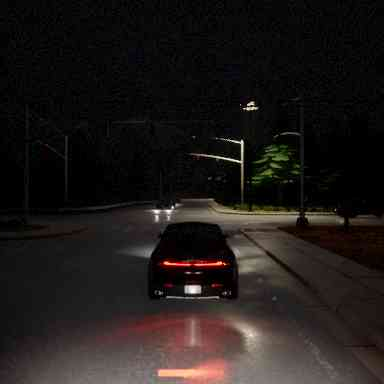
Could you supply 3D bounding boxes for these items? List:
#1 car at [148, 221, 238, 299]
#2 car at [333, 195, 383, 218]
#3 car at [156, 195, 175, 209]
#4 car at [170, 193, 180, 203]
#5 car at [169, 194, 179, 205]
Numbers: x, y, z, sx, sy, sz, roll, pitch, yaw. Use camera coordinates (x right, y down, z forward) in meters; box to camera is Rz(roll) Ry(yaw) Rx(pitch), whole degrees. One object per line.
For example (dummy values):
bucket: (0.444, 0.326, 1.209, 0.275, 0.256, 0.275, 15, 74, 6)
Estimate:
car: (0.031, 1.501, 8.416, 1.837, 1.490, 4.892, 0, 0, 0)
car: (15.542, 1.248, 29.565, 5.566, 2.045, 2.150, 0, 0, 1)
car: (-3.683, 1.505, 44.355, 1.837, 1.490, 4.892, 0, 0, 0)
car: (-3.560, 1.222, 65.434, 2.150, 2.045, 5.566, 0, 0, 1)
car: (-3.686, 1.547, 54.802, 2.033, 1.411, 5.357, 0, 0, 0)
